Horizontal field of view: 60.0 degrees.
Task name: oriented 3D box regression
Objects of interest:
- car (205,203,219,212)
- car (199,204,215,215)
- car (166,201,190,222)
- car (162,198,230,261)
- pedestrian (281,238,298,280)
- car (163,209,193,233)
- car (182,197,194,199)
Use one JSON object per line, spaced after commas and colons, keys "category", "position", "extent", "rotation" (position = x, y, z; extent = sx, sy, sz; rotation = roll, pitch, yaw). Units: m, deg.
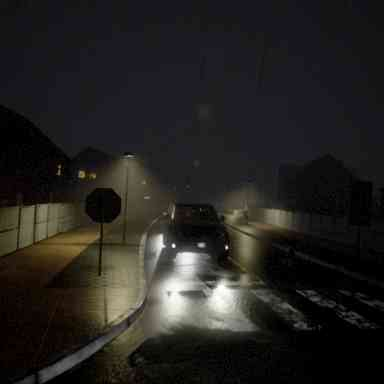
{"category": "car", "position": [3.727, 2.731, 60.527], "extent": [2.033, 1.411, 5.357], "rotation": [3, -1, 9]}
{"category": "car", "position": [2.289, 2.539, 50.059], "extent": [2.033, 1.411, 5.357], "rotation": [3, -1, 6]}
{"category": "car", "position": [-1.381, 1.935, 34.082], "extent": [2.097, 1.767, 4.553], "rotation": [3, -1, 1]}
{"category": "car", "position": [-0.023, 1.451, 13.753], "extent": [2.150, 2.045, 5.566], "rotation": [3, -1, -7]}
{"category": "pedestrian", "position": [2.910, 1.580, 9.747], "extent": [0.375, 1.860, 0.375], "rotation": [2, -1, -9]}
{"category": "car", "position": [-1.065, 2.005, 23.917], "extent": [1.895, 1.301, 4.718], "rotation": [3, -1, -3]}
{"category": "car", "position": [-0.689, 1.707, 49.264], "extent": [2.150, 2.045, 5.566], "rotation": [3, -1, 6]}
